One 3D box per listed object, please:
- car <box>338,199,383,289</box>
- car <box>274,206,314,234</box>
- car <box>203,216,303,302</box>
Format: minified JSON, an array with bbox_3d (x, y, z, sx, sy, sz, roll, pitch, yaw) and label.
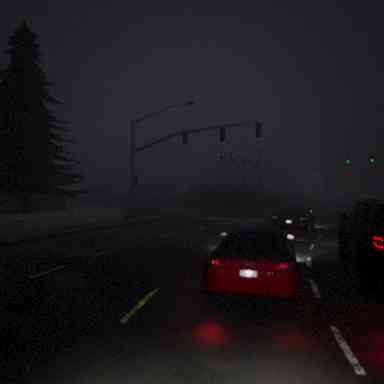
[{"bbox_3d":[5.391,1.197,8.926,2.150,2.045,5.566,0,0,16],"label":"car"},{"bbox_3d":[5.847,1.503,19.080,1.994,1.385,4.181,0,0,25],"label":"car"},{"bbox_3d":[1.585,1.534,8.358,1.994,1.385,4.181,0,0,14],"label":"car"}]
